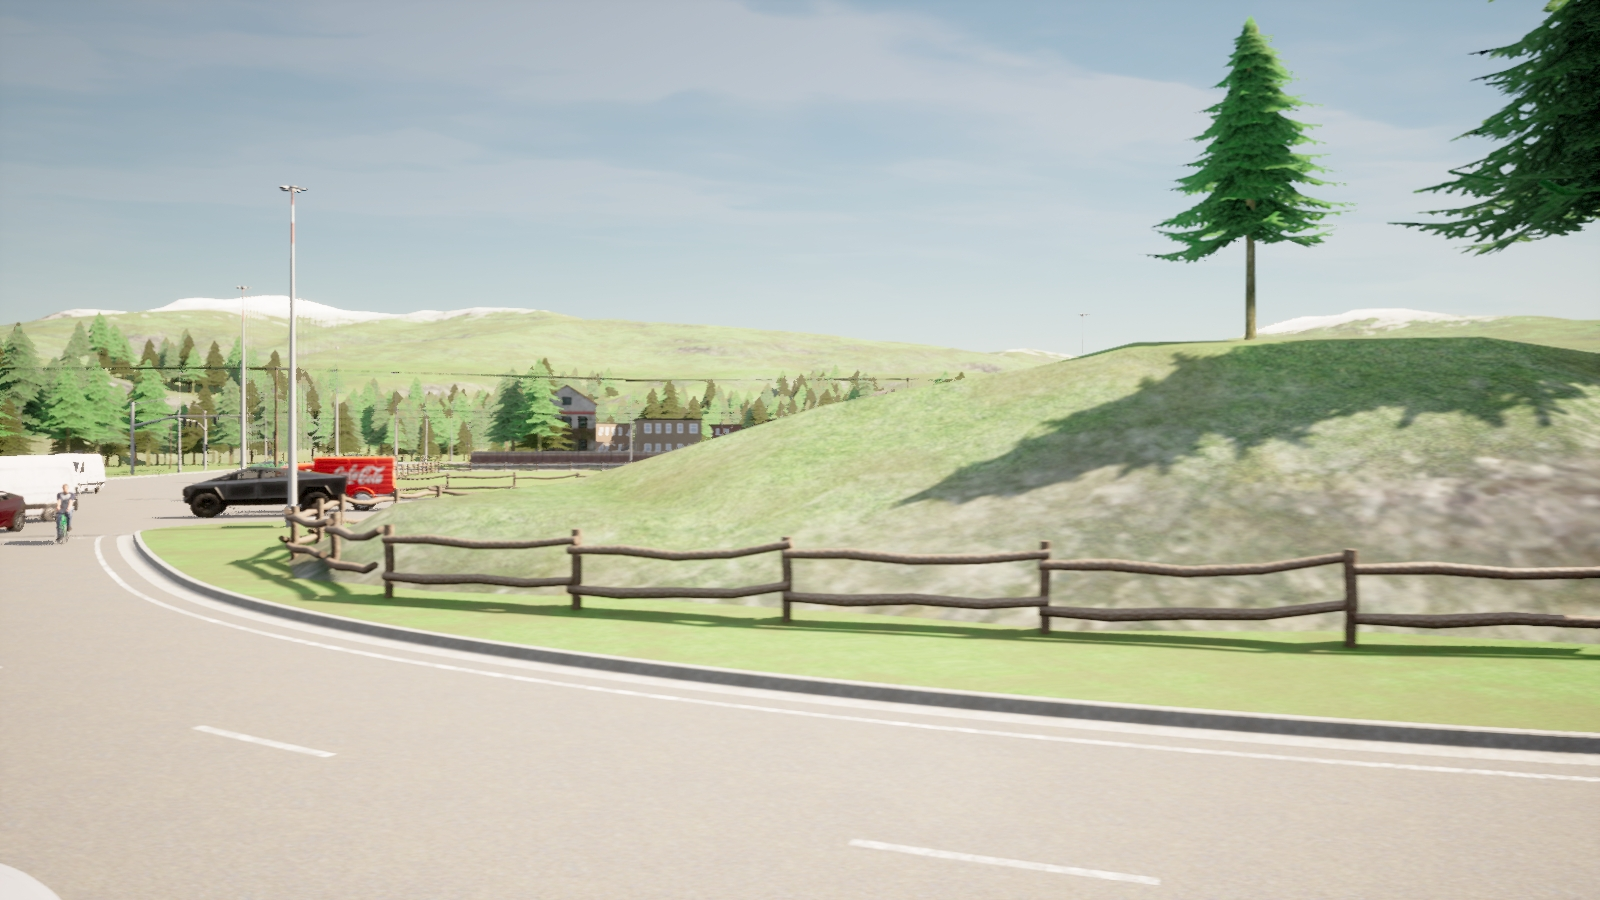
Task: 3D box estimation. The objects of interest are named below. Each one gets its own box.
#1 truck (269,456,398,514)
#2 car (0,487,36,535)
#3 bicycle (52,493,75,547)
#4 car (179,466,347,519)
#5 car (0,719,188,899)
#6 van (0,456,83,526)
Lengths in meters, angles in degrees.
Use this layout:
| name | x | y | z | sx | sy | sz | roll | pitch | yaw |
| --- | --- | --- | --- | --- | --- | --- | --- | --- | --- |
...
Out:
| name | x | y | z | sx | sy | sz | roll | pitch | yaw |
| --- | --- | --- | --- | --- | --- | --- | --- | --- | --- |
| truck | -21.284 | 1.550 | 52.431 | 5.204 | 2.467 | 2.627 | -1 | 0 | -16 |
| car | -27.079 | 2.028 | 37.077 | 2.007 | 1.525 | 4.514 | 0 | 0 | -7 |
| bicycle | -21.652 | 2.047 | 33.599 | 0.373 | 1.496 | 1.643 | 1 | 0 | -26 |
| car | -22.457 | 1.744 | 48.171 | 6.274 | 2.098 | 2.390 | 0 | 0 | -21 |
| car | -5.350 | 2.032 | 4.876 | 5.006 | 1.535 | 2.097 | 0 | 0 | 22 |
| van | -30.247 | 1.522 | 42.738 | 1.988 | 2.561 | 5.915 | -1 | 0 | 16 |
